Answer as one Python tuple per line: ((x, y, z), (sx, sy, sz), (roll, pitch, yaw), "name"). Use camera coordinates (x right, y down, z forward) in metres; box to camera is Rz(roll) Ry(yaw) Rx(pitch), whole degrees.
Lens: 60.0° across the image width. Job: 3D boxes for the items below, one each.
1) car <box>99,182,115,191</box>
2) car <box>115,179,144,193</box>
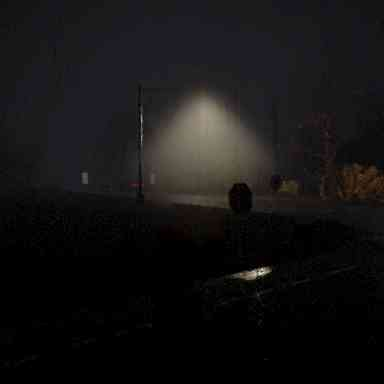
((-15.573, -1.060, 61.082), (1.882, 1.535, 5.008), (-1, 3, -35), "car")
((-9.589, -0.987, 52.575), (2.150, 2.045, 5.566), (-1, 3, -35), "car")
